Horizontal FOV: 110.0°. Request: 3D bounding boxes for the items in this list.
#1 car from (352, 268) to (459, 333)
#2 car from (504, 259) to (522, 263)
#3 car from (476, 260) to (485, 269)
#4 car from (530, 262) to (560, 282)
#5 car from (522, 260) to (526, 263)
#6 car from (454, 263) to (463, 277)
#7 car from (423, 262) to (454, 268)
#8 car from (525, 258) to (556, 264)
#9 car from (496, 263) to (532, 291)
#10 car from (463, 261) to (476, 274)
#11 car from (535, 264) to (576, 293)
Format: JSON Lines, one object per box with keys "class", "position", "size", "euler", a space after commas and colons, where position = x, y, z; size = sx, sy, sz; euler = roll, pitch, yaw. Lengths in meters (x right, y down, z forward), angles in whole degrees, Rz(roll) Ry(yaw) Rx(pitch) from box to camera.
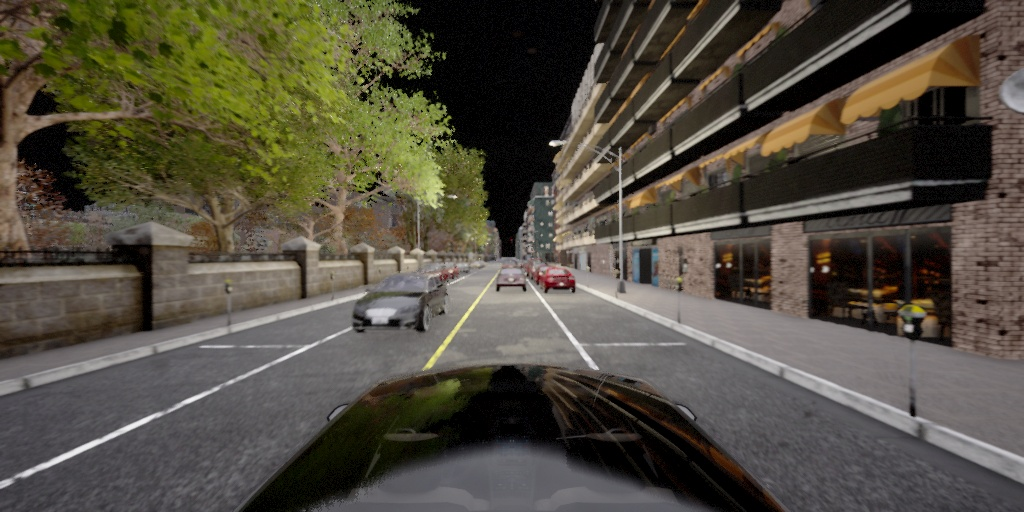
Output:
{"class": "car", "position": [-3.146, 1.280, 10.970], "size": [2.128, 1.511, 4.902], "euler": [0, 0, 0]}
{"class": "car", "position": [-0.150, 1.214, 38.817], "size": [2.097, 1.767, 4.553], "euler": [0, 0, 0]}
{"class": "car", "position": [-6.044, 1.490, 60.146], "size": [1.751, 1.417, 4.829], "euler": [0, 0, 0]}
{"class": "car", "position": [2.545, 1.357, 26.589], "size": [1.888, 1.381, 4.507], "euler": [0, 0, 0]}
{"class": "car", "position": [2.475, 1.164, 37.848], "size": [2.192, 1.841, 5.009], "euler": [0, 0, 0]}
{"class": "car", "position": [-5.870, 1.306, 32.165], "size": [1.967, 1.591, 4.097], "euler": [0, 0, 0]}
{"class": "car", "position": [-5.835, 1.287, 26.537], "size": [1.967, 1.591, 4.097], "euler": [0, 0, 0]}
{"class": "car", "position": [2.510, 1.270, 32.218], "size": [1.967, 1.591, 4.097], "euler": [0, 0, 0]}
{"class": "car", "position": [-0.039, 1.357, 22.426], "size": [2.033, 1.411, 5.357], "euler": [0, 0, 0]}
{"class": "car", "position": [-5.940, 1.454, 43.426], "size": [2.007, 1.370, 4.403], "euler": [0, 0, 0]}
{"class": "car", "position": [2.581, 1.339, 20.959], "size": [1.888, 1.381, 4.507], "euler": [0, 0, 0]}
